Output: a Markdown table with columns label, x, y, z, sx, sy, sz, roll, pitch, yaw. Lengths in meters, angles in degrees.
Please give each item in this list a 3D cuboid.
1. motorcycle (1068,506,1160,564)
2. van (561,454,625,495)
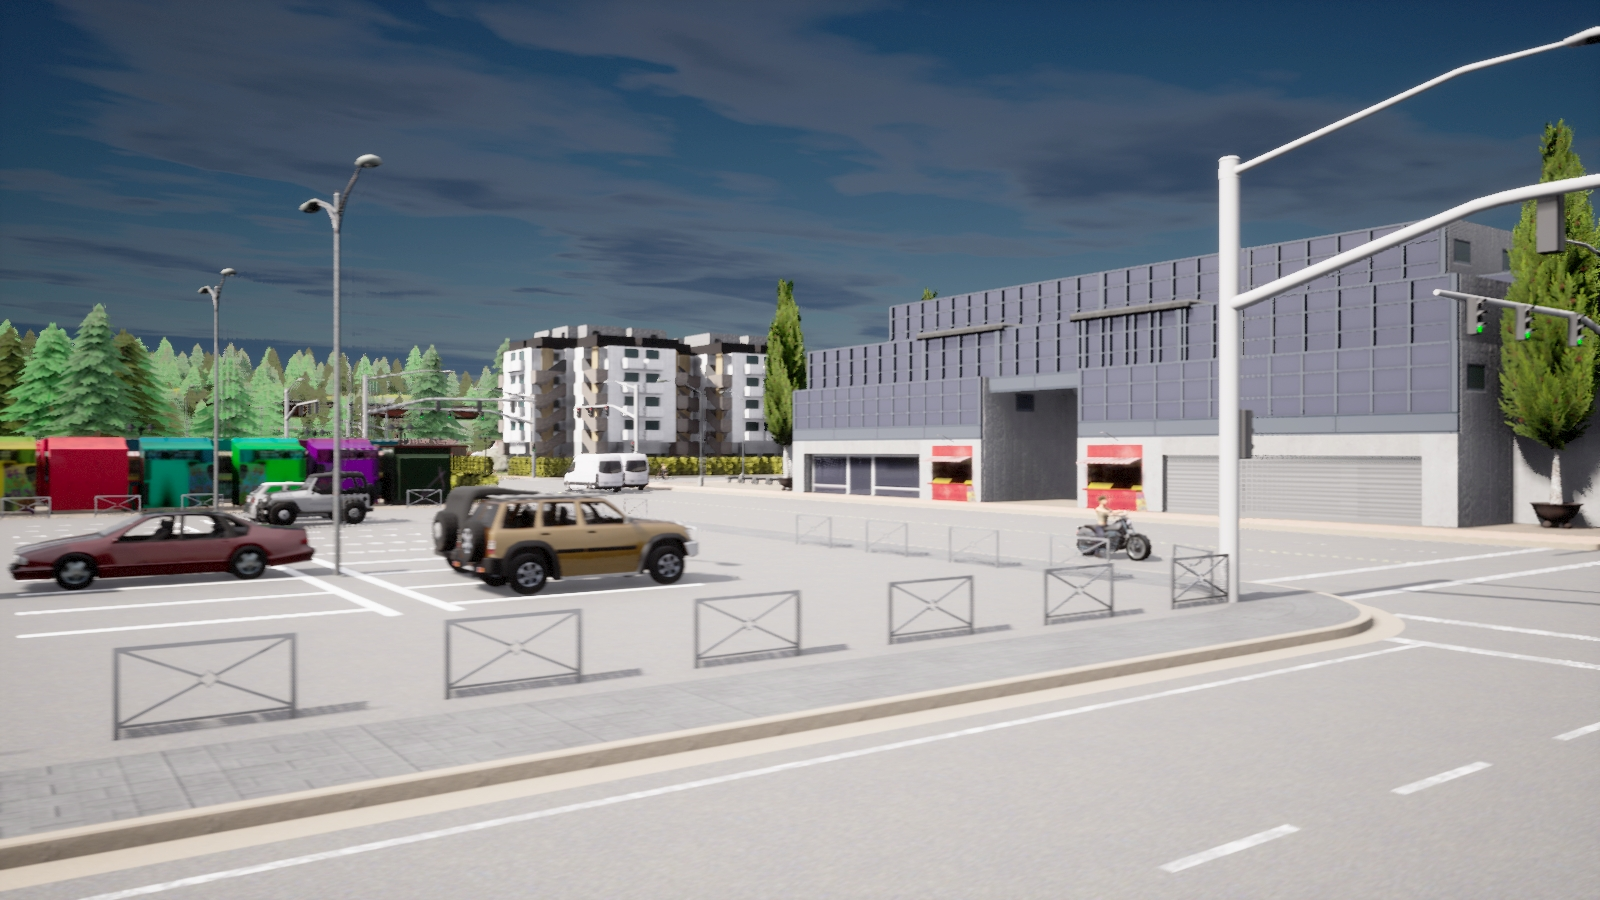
| label | x | y | z | sx | sy | sz | roll | pitch | yaw |
| --- | --- | --- | --- | --- | --- | --- | --- | --- | --- |
| motorcycle | 8.066 | 2.155 | 29.436 | 0.764 | 1.307 | 2.356 | 0 | 0 | -34 |
| van | -13.623 | 1.534 | 74.999 | 1.988 | 2.561 | 5.915 | 0 | 0 | -33 |
